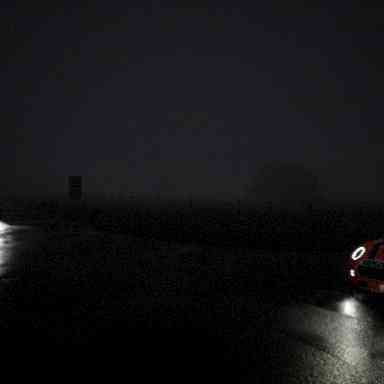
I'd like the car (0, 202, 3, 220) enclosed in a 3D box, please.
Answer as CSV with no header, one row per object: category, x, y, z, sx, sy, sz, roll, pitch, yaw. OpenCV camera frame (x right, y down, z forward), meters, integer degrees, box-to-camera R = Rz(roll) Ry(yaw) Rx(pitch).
car,-14.468,1.102,23.220,2.128,1.511,4.902,0,1,-35

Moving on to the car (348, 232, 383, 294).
car,5.854,1.438,8.174,4.553,1.767,2.097,1,0,-36
